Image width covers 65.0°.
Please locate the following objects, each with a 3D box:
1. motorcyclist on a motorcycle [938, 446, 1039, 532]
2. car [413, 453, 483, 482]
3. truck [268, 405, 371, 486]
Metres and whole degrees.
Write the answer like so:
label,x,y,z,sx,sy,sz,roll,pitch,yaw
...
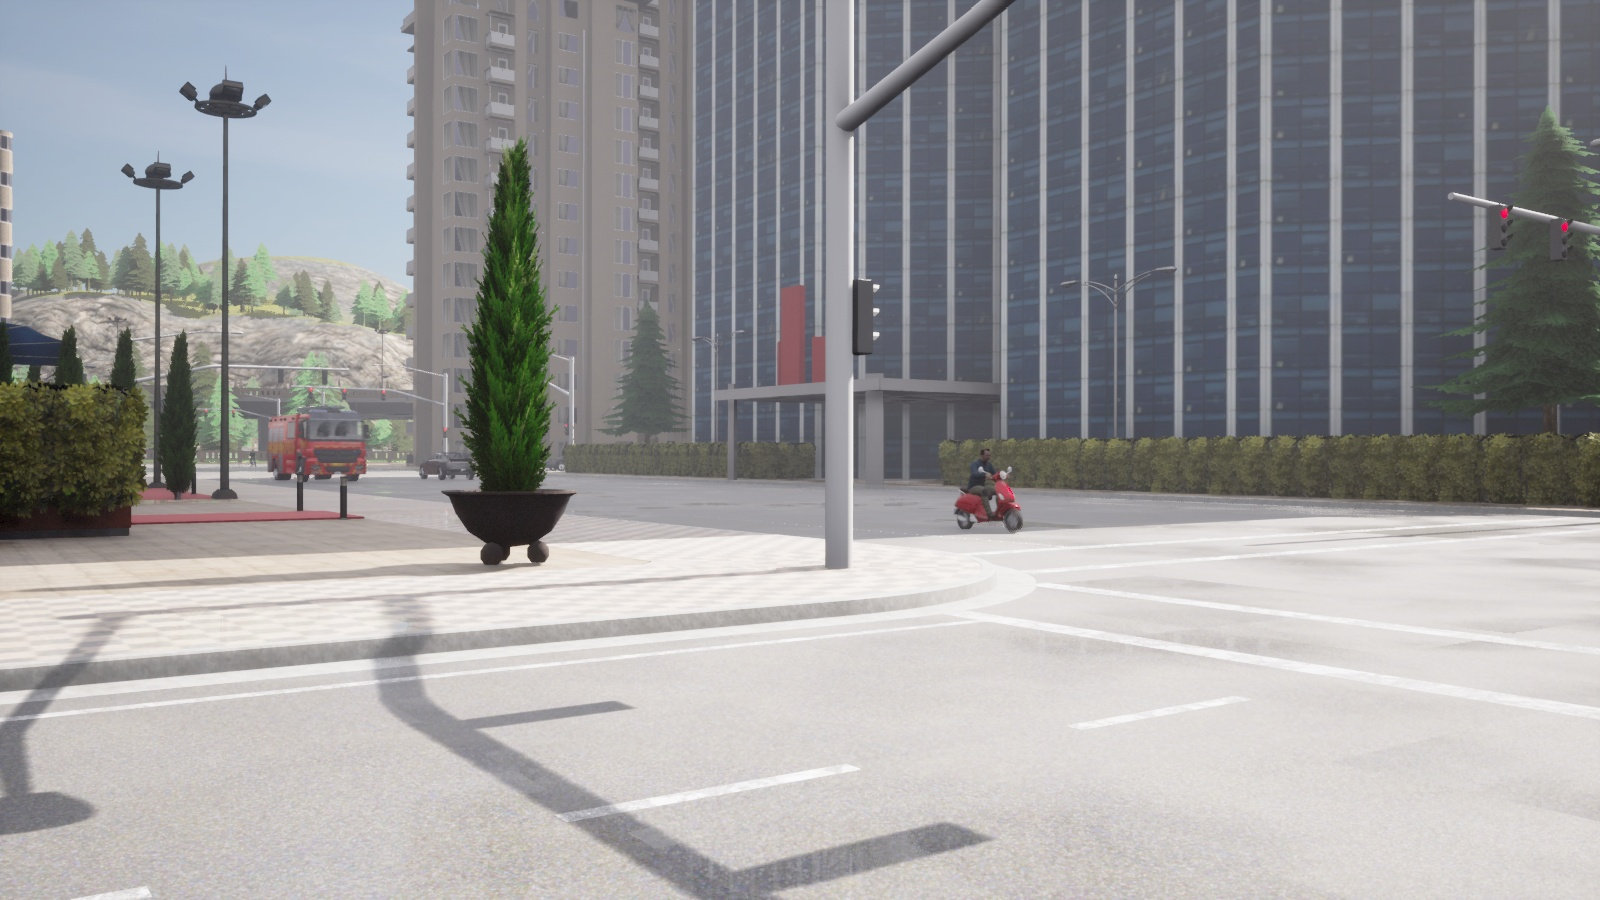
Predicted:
label,x,y,z,sx,sy,sz,roll,pitch,yaw
motorcyclist on a motorcycle,3.597,0.748,24.052,0.866,1.590,1.817,0,-2,-35
car,-19.264,0.910,68.567,2.128,1.511,4.902,0,0,-35
truck,-24.623,-0.211,64.022,2.891,3.827,8.468,0,0,-35
